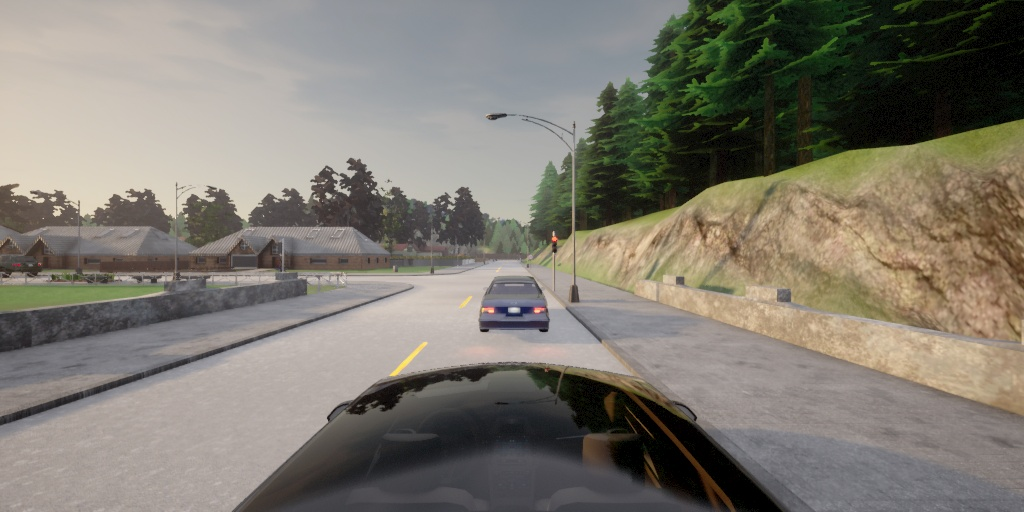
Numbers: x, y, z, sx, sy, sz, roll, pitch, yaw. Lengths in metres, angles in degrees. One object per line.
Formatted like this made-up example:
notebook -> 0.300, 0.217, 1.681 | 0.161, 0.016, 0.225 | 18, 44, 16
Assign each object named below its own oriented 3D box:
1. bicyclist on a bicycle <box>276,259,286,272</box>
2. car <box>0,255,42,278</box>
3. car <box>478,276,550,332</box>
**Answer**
bicyclist on a bicycle -> -24.162, 1.099, 37.572 | 0.582, 1.620, 1.656 | 0, 0, 0
car -> -47.375, 0.971, 33.322 | 5.566, 2.045, 2.150 | 0, 0, 1
car -> 0.063, 1.297, 10.791 | 2.033, 1.411, 5.357 | 0, 0, 0
